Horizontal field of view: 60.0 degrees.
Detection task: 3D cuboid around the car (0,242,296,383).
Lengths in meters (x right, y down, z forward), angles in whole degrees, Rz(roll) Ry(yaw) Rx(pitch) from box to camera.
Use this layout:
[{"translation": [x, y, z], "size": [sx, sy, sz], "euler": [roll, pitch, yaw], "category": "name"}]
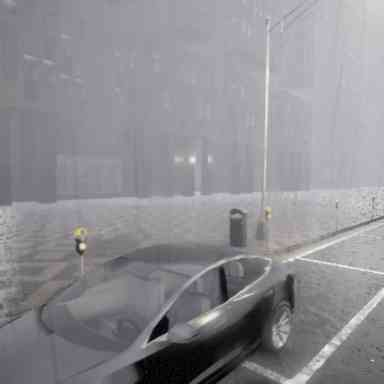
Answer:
[{"translation": [-0.324, 1.373, 3.833], "size": [1.947, 1.339, 4.313], "euler": [3, 3, 42], "category": "car"}]
